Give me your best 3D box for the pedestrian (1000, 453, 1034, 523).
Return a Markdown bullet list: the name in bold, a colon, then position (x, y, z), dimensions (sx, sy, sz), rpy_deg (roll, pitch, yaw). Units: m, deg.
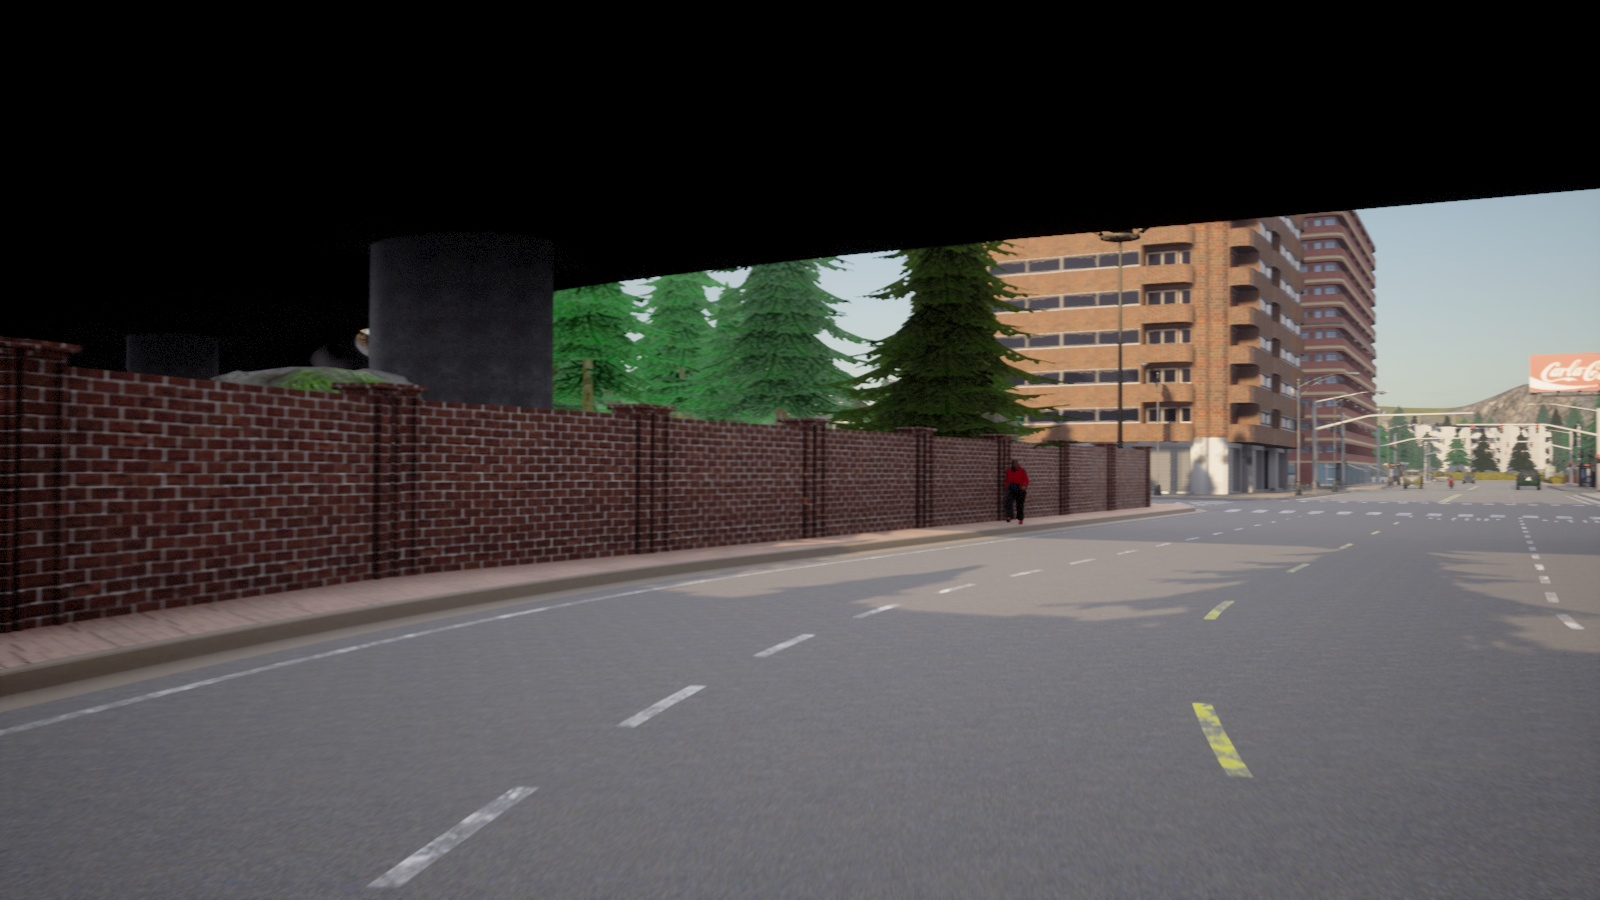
- **pedestrian**: position (5.792, 1.018, 33.539), dimensions (0.634, 1.844, 0.899), rpy_deg (-1, -1, 28)
